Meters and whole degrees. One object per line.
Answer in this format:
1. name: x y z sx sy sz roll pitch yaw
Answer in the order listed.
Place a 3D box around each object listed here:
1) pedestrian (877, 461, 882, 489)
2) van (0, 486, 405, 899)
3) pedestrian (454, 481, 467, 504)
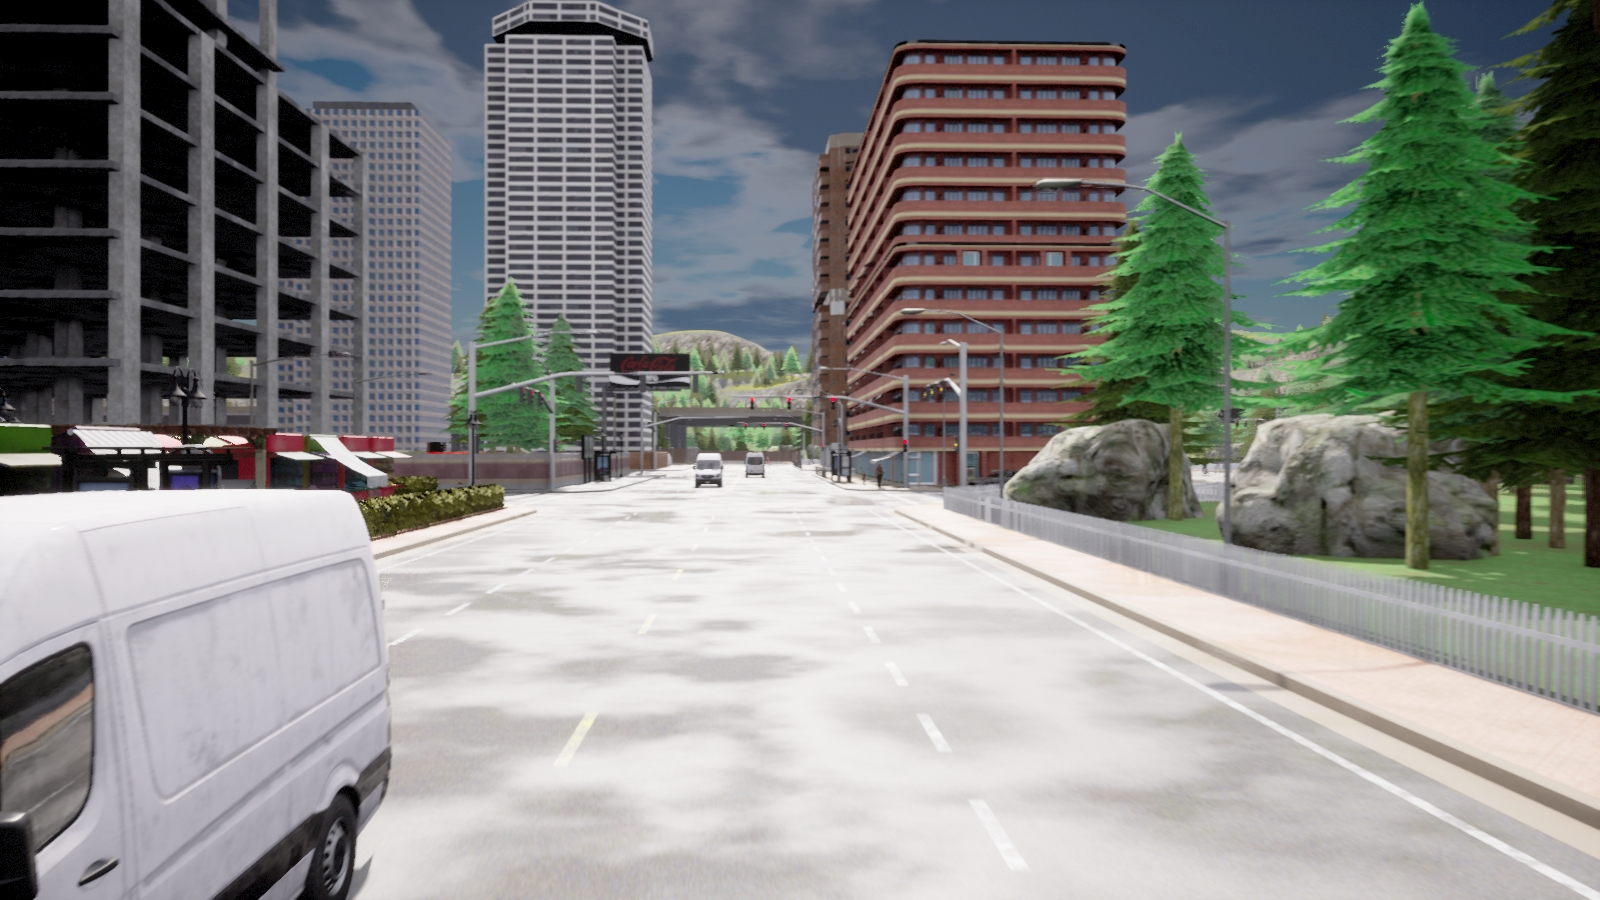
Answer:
1. pedestrian: 5.424 1.694 77.911 0.375 1.860 0.375 0 0 0
2. van: -3.689 1.536 5.142 1.988 2.561 5.915 0 0 -2
3. pedestrian: -16.341 2.026 54.989 0.500 1.100 0.500 0 0 2
